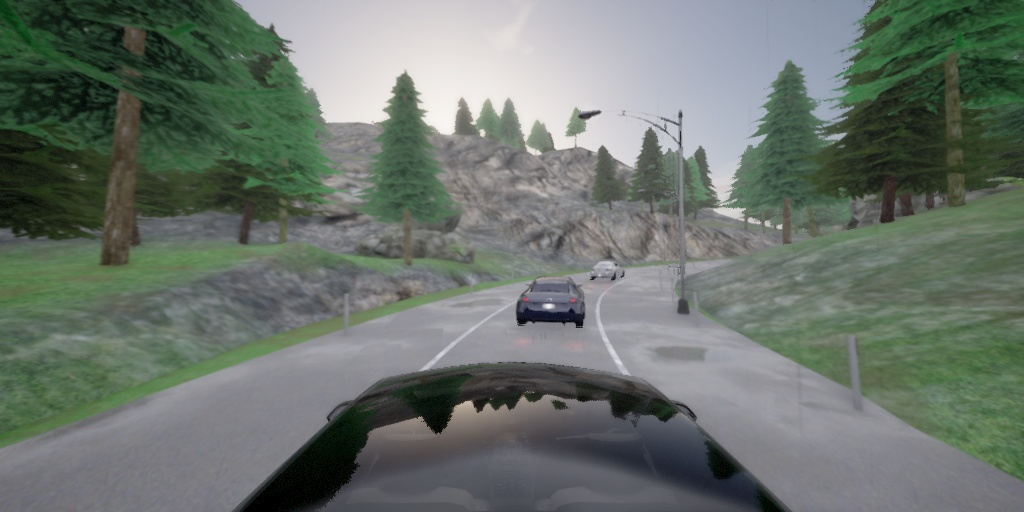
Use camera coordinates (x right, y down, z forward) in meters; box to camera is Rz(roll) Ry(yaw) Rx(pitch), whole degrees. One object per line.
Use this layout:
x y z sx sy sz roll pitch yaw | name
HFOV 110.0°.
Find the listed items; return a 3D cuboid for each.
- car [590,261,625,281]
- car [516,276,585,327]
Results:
7.484 1.122 28.047 1.812 1.442 4.674 -1 0 29 | car
1.354 1.333 11.723 1.994 1.385 4.181 0 0 10 | car
